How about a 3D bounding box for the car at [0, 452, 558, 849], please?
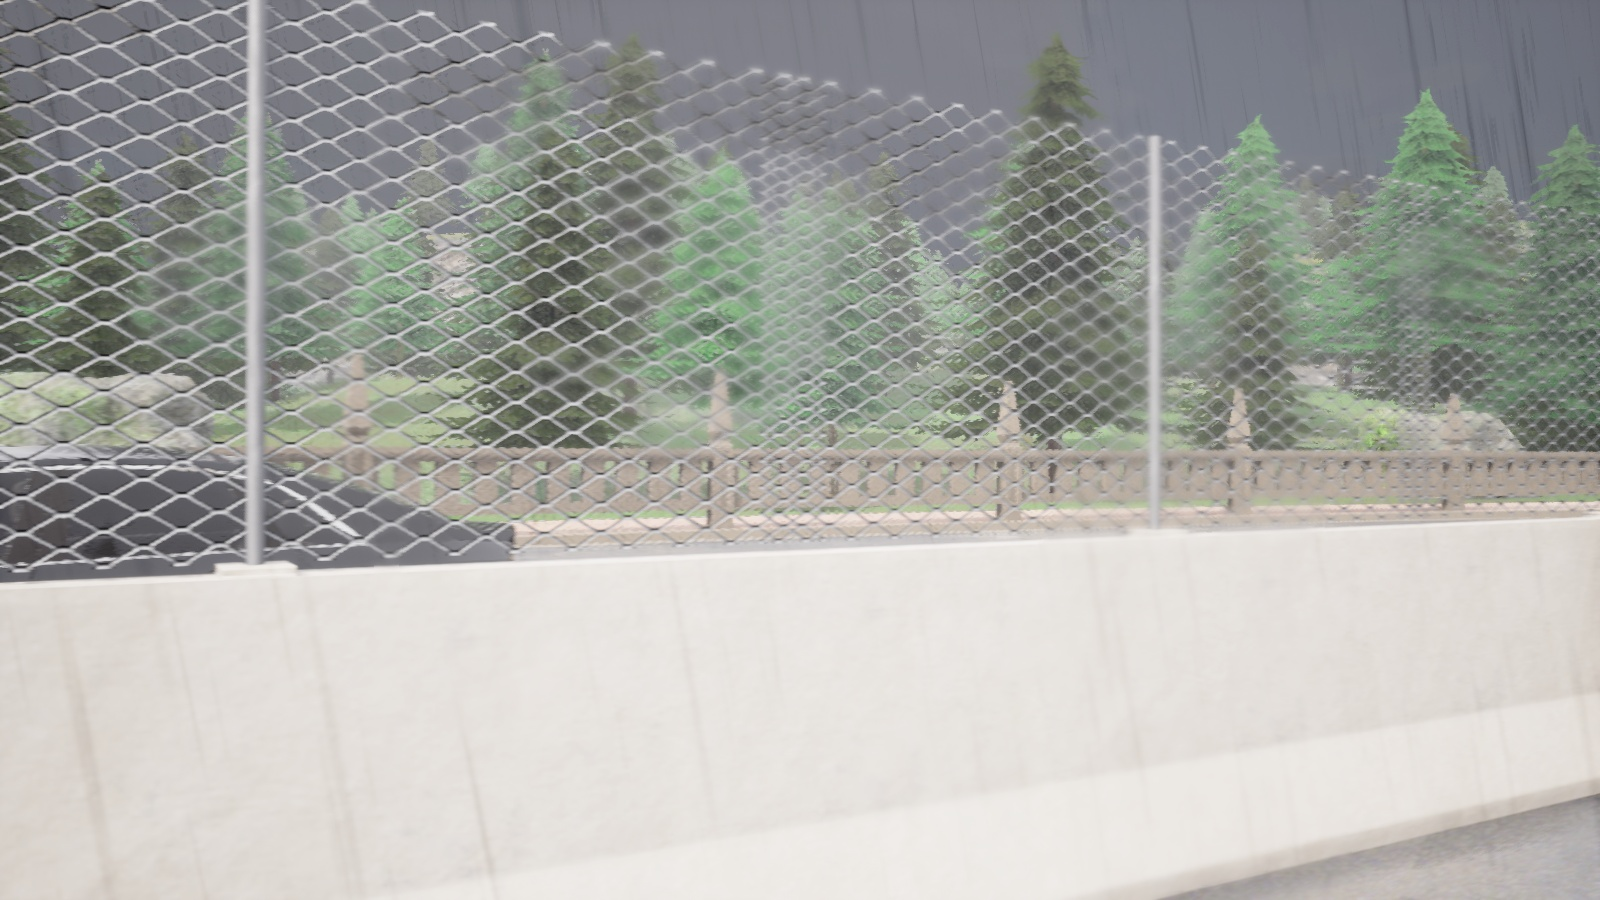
[{"bbox_3d":[-3.702,0.768,5.386,4.892,1.490,1.837,0,0,-34],"label":"car"}]
